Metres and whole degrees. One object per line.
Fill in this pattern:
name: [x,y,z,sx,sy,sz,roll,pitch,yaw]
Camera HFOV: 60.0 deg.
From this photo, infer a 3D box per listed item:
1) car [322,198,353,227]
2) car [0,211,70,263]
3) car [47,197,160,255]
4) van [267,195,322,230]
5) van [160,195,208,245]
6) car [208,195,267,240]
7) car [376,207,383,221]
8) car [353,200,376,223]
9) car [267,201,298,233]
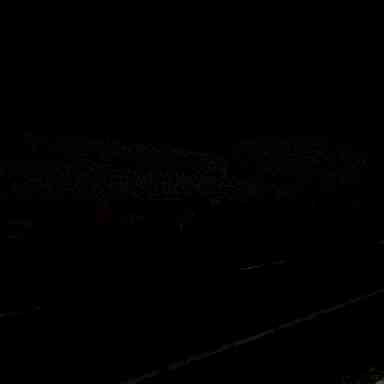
car: [7.878,1.266,22.169,4.553,1.767,2.185,-1,0,35]
car: [-6.724,1.529,11.799,4.674,1.452,2.002,-1,0,35]
car: [-4.325,1.227,13.549,5.566,2.045,2.435,-1,0,35]
van: [5.324,1.185,20.521,4.442,1.987,1.878,-1,0,35]
van: [-1.768,1.234,15.205,4.442,1.987,1.878,-1,-1,35]
car: [0.589,1.192,16.986,5.566,2.045,2.435,-1,-1,35]
car: [12.757,1.386,25.646,4.792,1.488,2.163,-1,-1,35]
car: [10.286,1.414,23.913,4.674,1.452,2.002,-1,0,35]
car: [2.999,1.428,18.721,4.892,1.521,2.231,-1,0,35]
